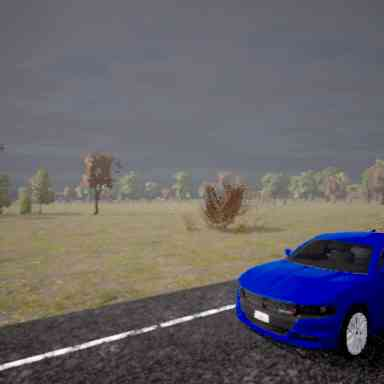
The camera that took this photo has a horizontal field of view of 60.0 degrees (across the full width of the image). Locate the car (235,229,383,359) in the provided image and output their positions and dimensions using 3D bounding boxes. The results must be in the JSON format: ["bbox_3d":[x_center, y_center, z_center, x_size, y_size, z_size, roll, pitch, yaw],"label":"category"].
[{"bbox_3d":[3.004,1.516,6.230,5.008,1.535,1.882,0,0,-36],"label":"car"}]
